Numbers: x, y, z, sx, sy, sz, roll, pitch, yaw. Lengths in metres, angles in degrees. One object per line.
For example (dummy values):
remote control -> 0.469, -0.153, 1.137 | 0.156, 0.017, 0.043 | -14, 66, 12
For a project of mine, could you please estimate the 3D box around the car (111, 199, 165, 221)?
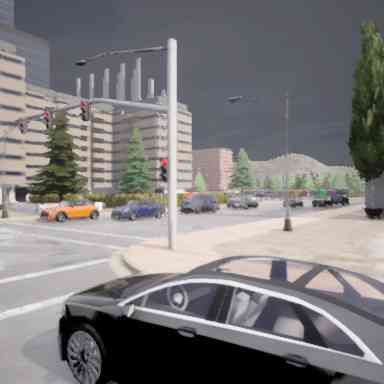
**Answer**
car -> -4.609, 1.409, 27.886 | 2.097, 1.767, 4.553 | 0, 0, 36

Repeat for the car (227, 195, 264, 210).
car -> 7.103, 1.551, 43.932 | 2.128, 1.511, 4.902 | 0, 0, 36

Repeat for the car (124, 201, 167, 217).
car -> -4.663, 1.631, 33.746 | 1.994, 1.385, 4.181 | 0, 0, 36

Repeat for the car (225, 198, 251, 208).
car -> 6.923, 1.595, 49.598 | 1.812, 1.442, 4.674 | 0, 0, 36

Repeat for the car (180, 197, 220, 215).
car -> 0.973, 1.606, 35.543 | 2.033, 1.411, 5.357 | 0, 0, 36

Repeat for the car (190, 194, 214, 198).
car -> 0.877, 1.290, 41.347 | 2.150, 2.045, 5.566 | 0, 0, 36

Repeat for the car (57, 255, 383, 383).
car -> 0.489, 1.496, 3.688 | 4.902, 1.511, 2.128 | 0, 0, 35

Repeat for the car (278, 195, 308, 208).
car -> 14.584, 1.542, 47.935 | 2.128, 1.511, 4.902 | 0, 0, 36

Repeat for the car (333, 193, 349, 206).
car -> 24.832, 1.264, 56.052 | 2.150, 2.045, 5.566 | 0, 0, 36

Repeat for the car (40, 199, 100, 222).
car -> -9.800, 1.418, 26.817 | 2.097, 1.767, 4.553 | 0, 0, 38

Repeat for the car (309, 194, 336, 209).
car -> 18.763, 1.519, 47.728 | 1.882, 1.535, 5.008 | 0, 0, 36
